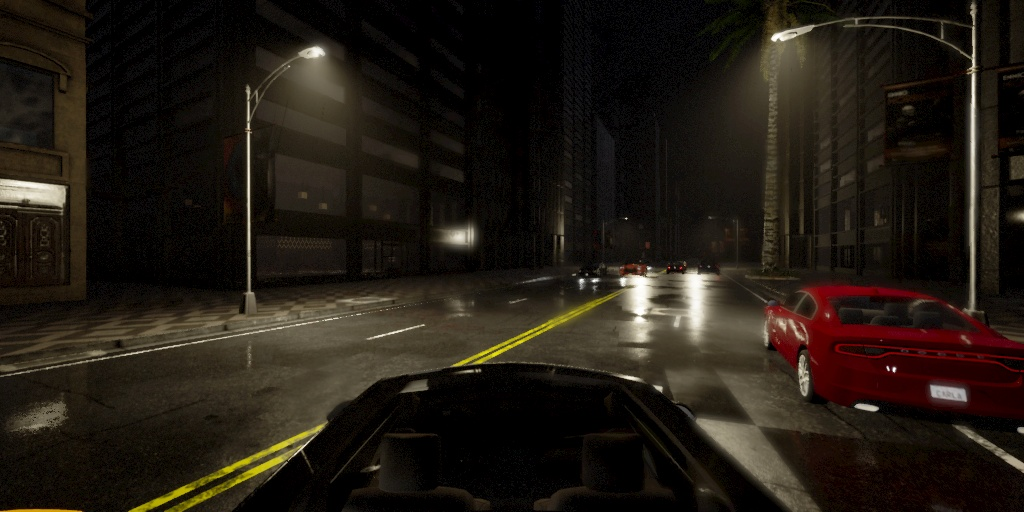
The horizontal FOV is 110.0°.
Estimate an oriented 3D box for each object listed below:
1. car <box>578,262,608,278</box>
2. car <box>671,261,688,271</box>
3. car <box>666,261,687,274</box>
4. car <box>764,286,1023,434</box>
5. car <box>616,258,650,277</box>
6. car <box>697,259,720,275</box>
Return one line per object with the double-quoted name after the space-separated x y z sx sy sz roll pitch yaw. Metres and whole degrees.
7.938 1.310 34.592 2.033 1.411 5.357 0 0 27 "car"
23.485 1.381 50.212 1.895 1.301 4.718 0 0 27 "car"
18.607 1.317 40.708 2.033 1.411 5.357 0 0 27 "car"
5.508 1.228 5.796 1.882 1.535 5.008 0 0 27 "car"
12.065 1.116 35.517 2.097 1.767 4.553 0 0 27 "car"
21.499 1.122 39.240 2.097 1.767 4.553 0 0 27 "car"
